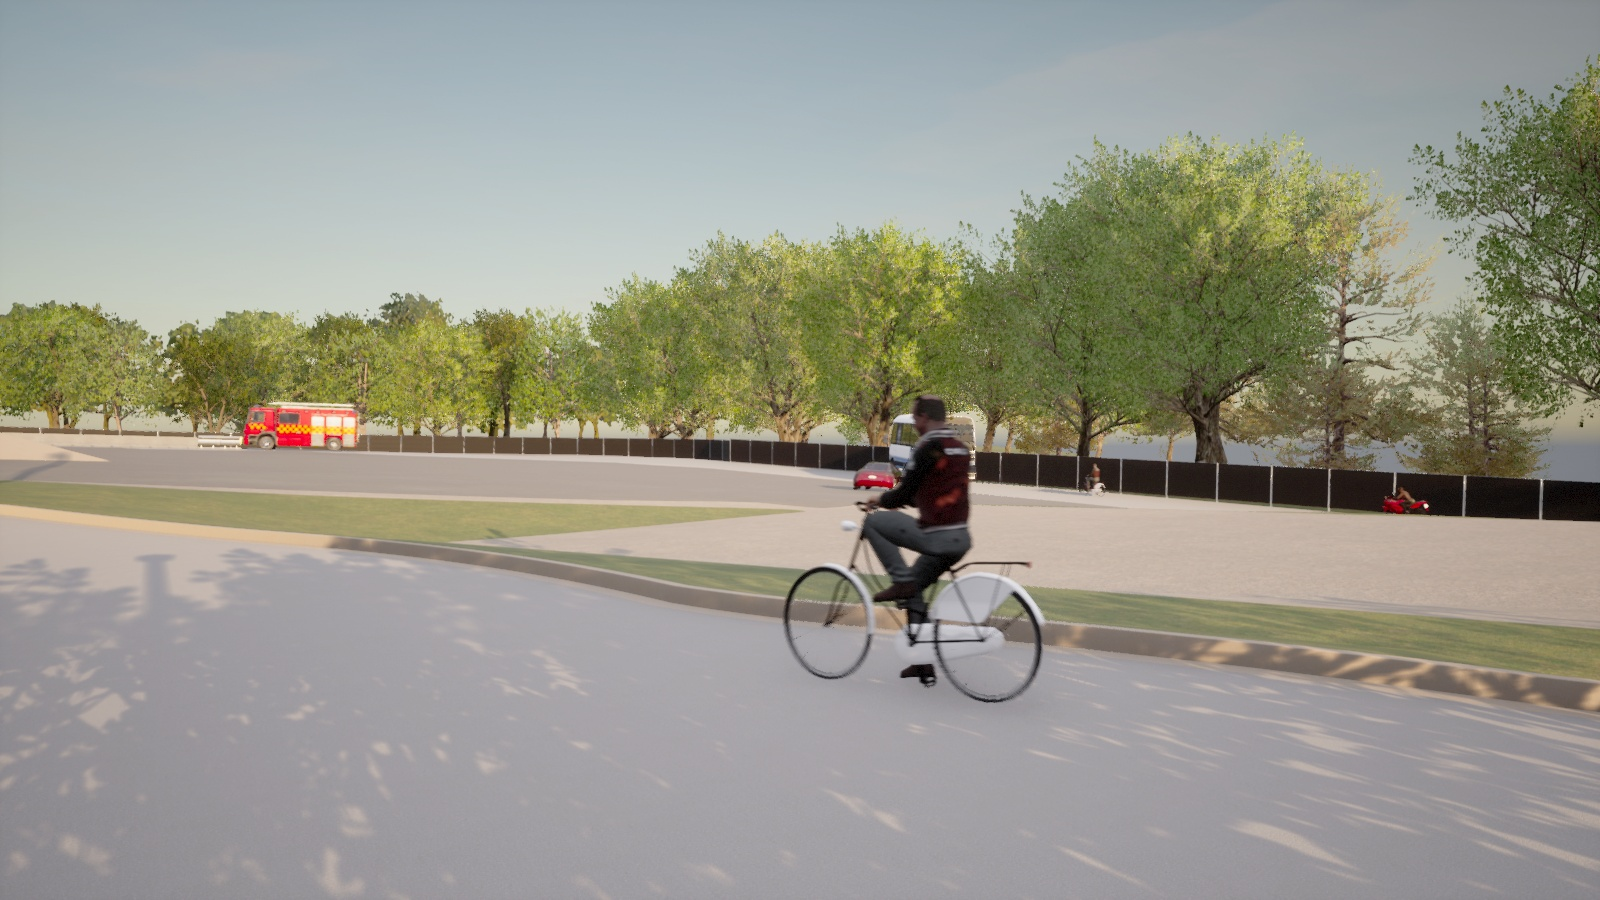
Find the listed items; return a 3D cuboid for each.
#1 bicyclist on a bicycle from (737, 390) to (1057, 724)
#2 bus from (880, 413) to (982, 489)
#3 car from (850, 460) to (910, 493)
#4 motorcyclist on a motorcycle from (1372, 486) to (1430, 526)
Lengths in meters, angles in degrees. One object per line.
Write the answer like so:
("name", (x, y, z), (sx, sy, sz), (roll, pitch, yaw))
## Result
("bicyclist on a bicycle", (0.536, 0.560, 7.495), (1.843, 1.776, 0.659), (1, 0, 39))
("bus", (7.840, -0.067, 77.017), (3.944, 4.253, 10.273), (0, 2, -7))
("car", (3.850, 1.273, 59.962), (1.994, 1.385, 4.181), (3, 0, 15))
("motorcyclist on a motorcycle", (25.593, 2.363, 53.492), (0.797, 1.523, 2.044), (0, 2, -40))
